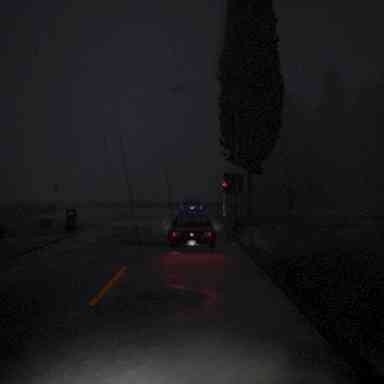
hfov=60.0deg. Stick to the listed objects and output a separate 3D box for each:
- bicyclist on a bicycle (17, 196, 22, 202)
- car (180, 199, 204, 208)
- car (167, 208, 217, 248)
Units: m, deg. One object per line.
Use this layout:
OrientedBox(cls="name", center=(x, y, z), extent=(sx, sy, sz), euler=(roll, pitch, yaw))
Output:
OrientedBox(cls="bicyclist on a bicycle", center=(-24.507, 1.347, 47.320), extent=(0.582, 1.620, 1.656), euler=(0, 0, 0))
OrientedBox(cls="car", center=(0.000, 1.365, 29.620), extent=(2.097, 1.767, 4.553), euler=(0, 0, 0))
OrientedBox(cls="car", center=(0.000, 1.615, 14.680), extent=(1.895, 1.301, 4.718), euler=(0, 0, 0))
